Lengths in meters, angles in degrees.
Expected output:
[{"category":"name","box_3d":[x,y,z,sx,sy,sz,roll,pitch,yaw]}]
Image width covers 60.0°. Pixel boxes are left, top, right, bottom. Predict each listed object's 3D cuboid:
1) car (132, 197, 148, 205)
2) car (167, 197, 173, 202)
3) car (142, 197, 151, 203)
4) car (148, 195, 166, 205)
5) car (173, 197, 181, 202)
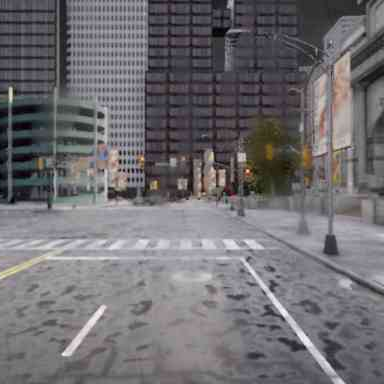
[{"category":"car","box_3d":[-10.588,1.751,66.375,2.097,1.767,4.553,0,0,0]},{"category":"car","box_3d":[-7.640,2.151,93.087,1.895,1.301,4.718,0,0,-25]},{"category":"car","box_3d":[-11.201,2.028,81.642,2.033,1.411,5.357,0,0,-11]},{"category":"car","box_3d":[-7.089,1.626,67.487,2.150,2.045,5.566,0,0,0]},{"category":"car","box_3d":[-4.907,2.070,95.406,1.837,1.490,4.892,0,0,-29]}]
